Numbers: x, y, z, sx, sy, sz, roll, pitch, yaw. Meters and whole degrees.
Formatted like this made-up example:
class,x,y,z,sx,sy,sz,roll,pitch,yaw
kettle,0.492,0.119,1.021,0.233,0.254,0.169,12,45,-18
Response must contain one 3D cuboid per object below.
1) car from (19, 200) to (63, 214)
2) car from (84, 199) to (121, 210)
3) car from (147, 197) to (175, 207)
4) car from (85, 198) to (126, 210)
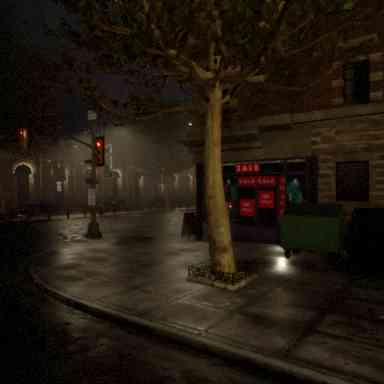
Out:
class,x,y,z,sx,sy,sz,roll,pitch,yaw
car,-15.696,1.564,34.808,1.994,1.385,4.181,0,0,36
car,-12.108,1.595,45.105,1.895,1.301,4.718,0,0,36
car,-4.601,1.478,50.062,1.882,1.535,5.008,0,0,36
car,-10.491,1.492,41.972,2.128,1.511,4.902,0,0,36
